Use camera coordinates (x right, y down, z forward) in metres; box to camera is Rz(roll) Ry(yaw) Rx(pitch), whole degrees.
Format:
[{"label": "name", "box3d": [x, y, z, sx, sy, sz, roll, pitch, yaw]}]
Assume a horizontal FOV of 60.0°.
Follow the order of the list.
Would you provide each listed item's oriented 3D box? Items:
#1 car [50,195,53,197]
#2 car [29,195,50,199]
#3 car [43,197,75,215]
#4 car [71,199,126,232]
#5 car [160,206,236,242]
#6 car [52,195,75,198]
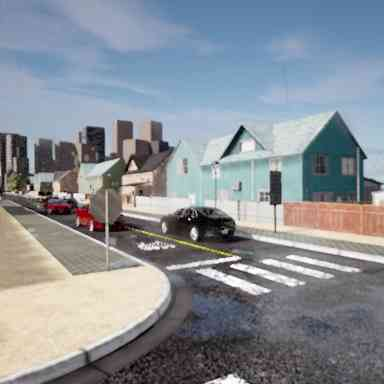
[{"label": "car", "box3d": [-21.119, 1.165, 50.318, 2.128, 1.511, 4.902, -1, 1, -32]}, {"label": "car", "box3d": [-20.793, 0.943, 44.581, 1.895, 1.301, 4.718, -1, 1, -32]}, {"label": "car", "box3d": [-12.830, 1.429, 31.607, 1.895, 1.301, 4.718, -1, 1, -32]}, {"label": "car", "box3d": [-5.536, 1.392, 19.859, 1.882, 1.535, 5.008, -1, 1, -32]}, {"label": "car", "box3d": [0.117, 1.427, 16.165, 1.837, 1.490, 4.892, -1, 1, -32]}, {"label": "car", "box3d": [-15.626, 1.228, 41.565, 2.128, 1.511, 4.902, -1, 1, -31]}]
